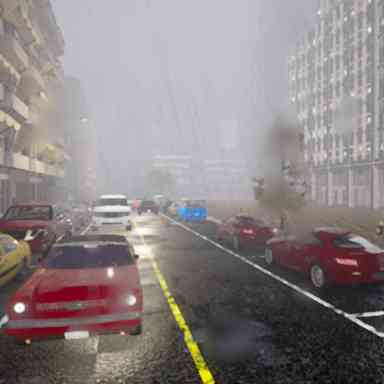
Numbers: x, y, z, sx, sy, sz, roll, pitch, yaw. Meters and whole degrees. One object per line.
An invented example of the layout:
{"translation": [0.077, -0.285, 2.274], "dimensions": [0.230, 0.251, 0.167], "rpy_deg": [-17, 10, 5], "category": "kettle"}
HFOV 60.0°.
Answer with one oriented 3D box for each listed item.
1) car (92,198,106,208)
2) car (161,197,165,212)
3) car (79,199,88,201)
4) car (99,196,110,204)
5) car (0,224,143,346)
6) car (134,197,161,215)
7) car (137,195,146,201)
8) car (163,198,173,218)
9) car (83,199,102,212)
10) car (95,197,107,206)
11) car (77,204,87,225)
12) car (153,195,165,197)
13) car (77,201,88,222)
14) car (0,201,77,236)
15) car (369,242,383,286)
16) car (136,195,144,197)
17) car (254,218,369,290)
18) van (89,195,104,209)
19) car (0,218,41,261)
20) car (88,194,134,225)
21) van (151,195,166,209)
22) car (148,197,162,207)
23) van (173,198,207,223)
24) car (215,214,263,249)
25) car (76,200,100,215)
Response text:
{"translation": [-14.076, 1.601, 50.379], "dimensions": [1.802, 1.307, 4.206], "rpy_deg": [0, 0, -12], "category": "car"}
{"translation": [-2.398, 1.572, 35.931], "dimensions": [1.947, 1.339, 4.313], "rpy_deg": [0, 0, -12], "category": "car"}
{"translation": [-9.429, 1.443, 28.765], "dimensions": [1.967, 1.590, 4.097], "rpy_deg": [0, 0, -12], "category": "car"}
{"translation": [-17.560, 1.603, 66.588], "dimensions": [1.947, 1.339, 4.313], "rpy_deg": [0, 0, -12], "category": "car"}
{"translation": [-2.003, 1.600, 6.600], "dimensions": [1.895, 1.301, 4.718], "rpy_deg": [0, 0, -12], "category": "car"}
{"translation": [-4.507, 1.510, 33.402], "dimensions": [1.837, 1.490, 4.892], "rpy_deg": [0, 0, -12], "category": "car"}
{"translation": [-12.852, 1.606, 84.560], "dimensions": [1.887, 1.381, 4.507], "rpy_deg": [0, 0, -12], "category": "car"}
{"translation": [-1.272, 1.528, 30.693], "dimensions": [1.752, 1.417, 4.829], "rpy_deg": [0, 0, -12], "category": "car"}
{"translation": [-11.752, 1.554, 39.573], "dimensions": [1.887, 1.381, 4.507], "rpy_deg": [0, 0, -12], "category": "car"}
{"translation": [-15.237, 1.607, 55.781], "dimensions": [1.802, 1.307, 4.206], "rpy_deg": [0, 0, -12], "category": "car"}
{"translation": [-7.106, 1.550, 17.960], "dimensions": [2.008, 1.369, 4.403], "rpy_deg": [0, 0, -12], "category": "car"}
{"translation": [-3.560, 1.450, 41.334], "dimensions": [1.967, 1.590, 4.097], "rpy_deg": [0, 0, -12], "category": "car"}
{"translation": [-8.267, 1.551, 23.364], "dimensions": [2.008, 1.369, 4.403], "rpy_deg": [0, 0, -12], "category": "car"}
{"translation": [-5.946, 1.314, 12.556], "dimensions": [2.192, 1.841, 5.009], "rpy_deg": [0, 0, -12], "category": "car"}
{"translation": [4.536, 1.525, 3.678], "dimensions": [1.752, 1.417, 4.829], "rpy_deg": [0, 0, -12], "category": "car"}
{"translation": [-6.704, 1.364, 43.564], "dimensions": [2.097, 1.767, 4.553], "rpy_deg": [0, 0, -12], "category": "car"}
{"translation": [3.410, 1.581, 8.915], "dimensions": [1.802, 1.307, 4.206], "rpy_deg": [0, 0, -12], "category": "car"}
{"translation": [-12.916, 1.355, 44.976], "dimensions": [1.690, 1.788, 3.998], "rpy_deg": [0, 0, -12], "category": "van"}
{"translation": [-4.748, 1.524, 6.988], "dimensions": [1.752, 1.417, 4.829], "rpy_deg": [0, 0, -12], "category": "car"}
{"translation": [-4.944, 1.221, 20.720], "dimensions": [2.150, 2.045, 5.566], "rpy_deg": [0, 0, -12], "category": "car"}
{"translation": [-4.723, 1.356, 46.738], "dimensions": [1.690, 1.788, 3.998], "rpy_deg": [0, 0, -12], "category": "van"}
{"translation": [-5.919, 1.545, 52.306], "dimensions": [1.752, 1.417, 4.829], "rpy_deg": [0, 0, -12], "category": "car"}
{"translation": [-0.076, 1.342, 25.124], "dimensions": [1.690, 1.788, 3.998], "rpy_deg": [0, 0, -12], "category": "van"}
{"translation": [2.248, 1.581, 14.318], "dimensions": [1.802, 1.307, 4.206], "rpy_deg": [0, 0, -12], "category": "car"}
{"translation": [-10.591, 1.571, 34.169], "dimensions": [1.947, 1.339, 4.313], "rpy_deg": [0, 0, -12], "category": "car"}
